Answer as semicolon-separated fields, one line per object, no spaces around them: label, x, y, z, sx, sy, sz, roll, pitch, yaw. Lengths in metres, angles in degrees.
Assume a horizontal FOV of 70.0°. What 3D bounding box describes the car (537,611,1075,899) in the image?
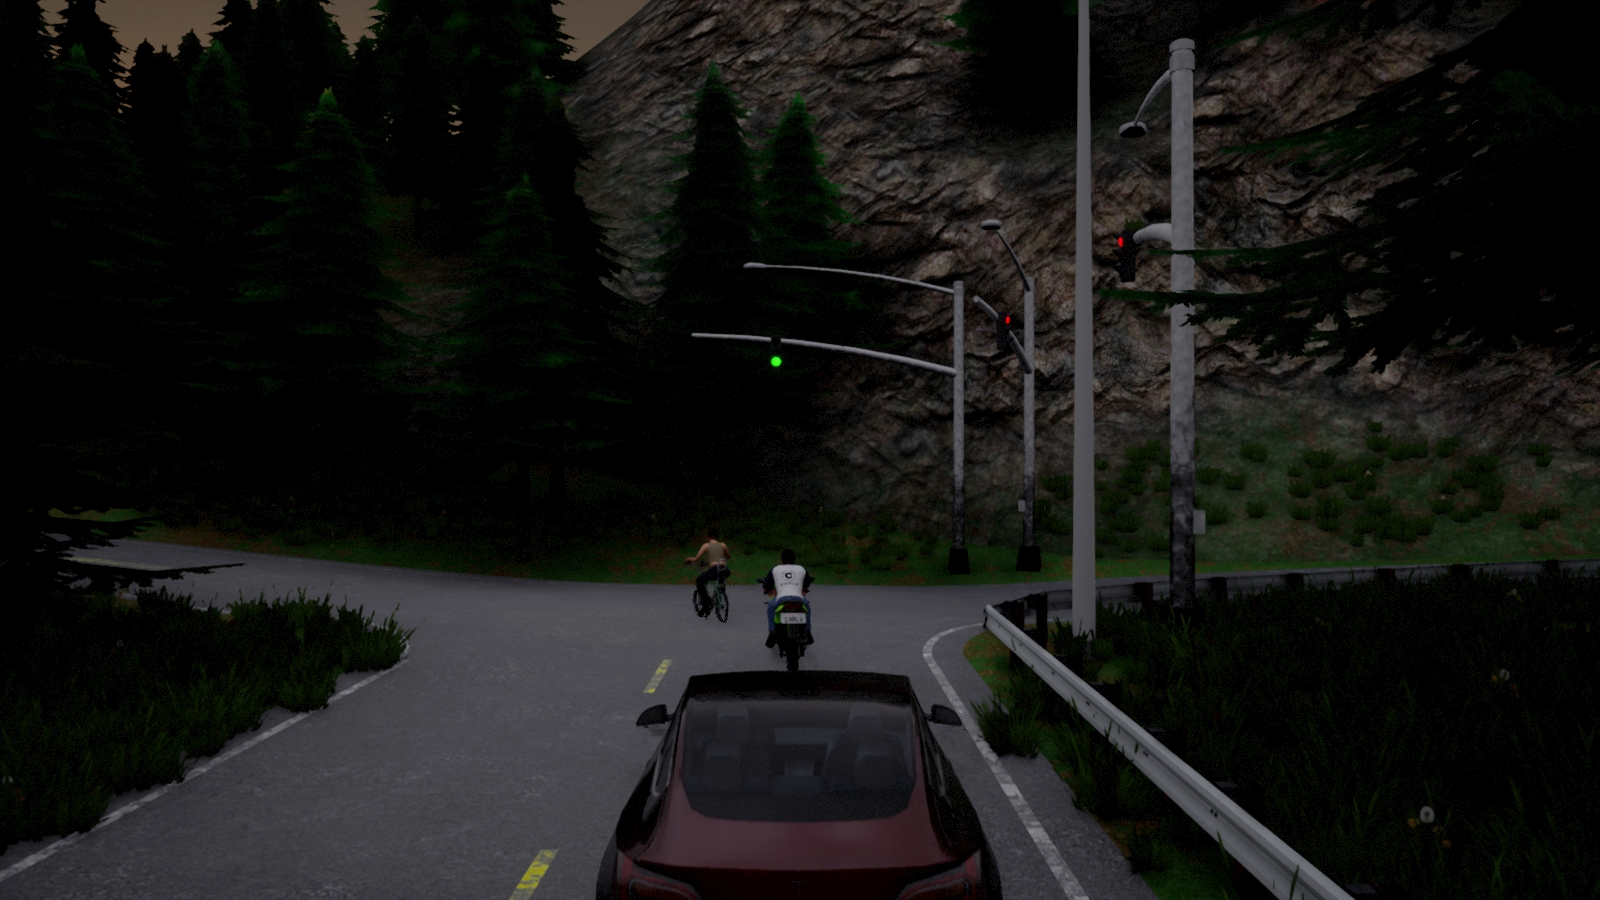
car;0.023;2.067;6.996;2.163;1.488;4.792;0;0;0

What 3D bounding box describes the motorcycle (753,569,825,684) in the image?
motorcycle;-0.167;2.222;14.710;0.803;1.145;2.033;0;0;-4
